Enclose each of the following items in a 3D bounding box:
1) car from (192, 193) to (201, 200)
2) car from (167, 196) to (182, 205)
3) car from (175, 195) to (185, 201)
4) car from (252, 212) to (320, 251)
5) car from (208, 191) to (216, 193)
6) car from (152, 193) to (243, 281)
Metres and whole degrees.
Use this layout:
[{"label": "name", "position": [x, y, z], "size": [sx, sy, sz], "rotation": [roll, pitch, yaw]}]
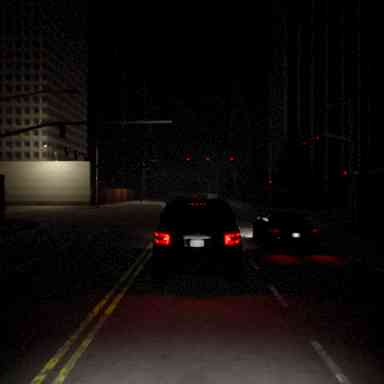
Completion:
[{"label": "car", "position": [0.979, 1.069, 74.516], "size": [1.837, 1.490, 4.892], "rotation": [0, 0, 1]}, {"label": "car", "position": [-2.833, 1.331, 55.406], "size": [2.033, 1.411, 5.357], "rotation": [0, 0, 1]}, {"label": "car", "position": [-2.569, 1.268, 70.872], "size": [1.895, 1.301, 4.718], "rotation": [0, 0, 1]}, {"label": "car", "position": [3.753, 1.509, 13.882], "size": [1.994, 1.385, 4.181], "rotation": [0, 0, 1]}, {"label": "car", "position": [4.479, 0.795, 74.499], "size": [2.150, 2.045, 5.566], "rotation": [0, 0, 1]}, {"label": "car", "position": [0.173, 1.184, 9.867], "size": [2.150, 2.045, 5.566], "rotation": [0, 0, 1]}]
